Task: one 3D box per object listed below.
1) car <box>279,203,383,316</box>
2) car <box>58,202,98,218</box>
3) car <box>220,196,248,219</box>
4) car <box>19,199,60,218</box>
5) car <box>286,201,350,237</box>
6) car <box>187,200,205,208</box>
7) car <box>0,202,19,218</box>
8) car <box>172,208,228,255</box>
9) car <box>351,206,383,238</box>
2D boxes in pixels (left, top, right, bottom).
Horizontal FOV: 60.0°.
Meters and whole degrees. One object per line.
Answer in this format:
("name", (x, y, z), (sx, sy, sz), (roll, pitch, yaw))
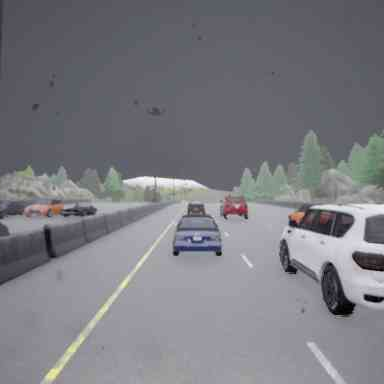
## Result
("car", (3.674, 1.275, 7.732), (2.150, 2.045, 5.566), (0, 0, 1))
("car", (-10.310, 1.701, 30.820), (1.895, 1.301, 4.718), (0, 0, 1))
("car", (3.881, 1.387, 31.263), (2.150, 2.045, 5.566), (0, 0, 0))
("car", (-13.800, 1.439, 31.362), (2.097, 1.767, 4.553), (0, 0, 1))
("car", (7.280, 1.479, 19.786), (2.097, 1.767, 4.553), (0, 0, 1))
("car", (0.447, 1.656, 37.269), (1.882, 1.535, 5.008), (0, 0, 1))
("car", (-17.310, 1.616, 30.887), (2.033, 1.411, 5.357), (0, 0, 1))
("car", (0.208, 1.614, 13.607), (2.033, 1.411, 5.357), (0, 0, 1))
("car", (10.764, 1.640, 18.243), (1.837, 1.490, 4.892), (0, 0, 1))
